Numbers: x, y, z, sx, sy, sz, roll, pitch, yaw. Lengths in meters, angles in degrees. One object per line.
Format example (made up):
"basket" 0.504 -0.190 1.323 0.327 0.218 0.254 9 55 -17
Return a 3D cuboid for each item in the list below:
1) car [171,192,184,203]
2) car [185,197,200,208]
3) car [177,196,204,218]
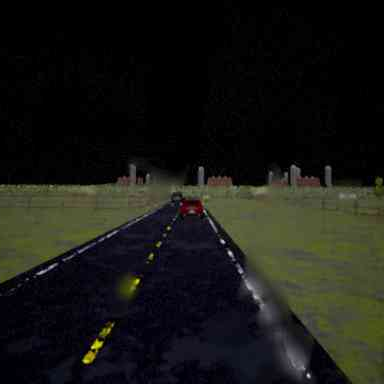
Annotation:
"car" -2.794 0.947 63.577 2.150 2.045 5.566 0 0 0
"car" 0.047 1.409 44.159 1.895 1.301 4.718 0 0 0
"car" 0.005 1.359 28.316 1.882 1.535 5.008 0 0 0
